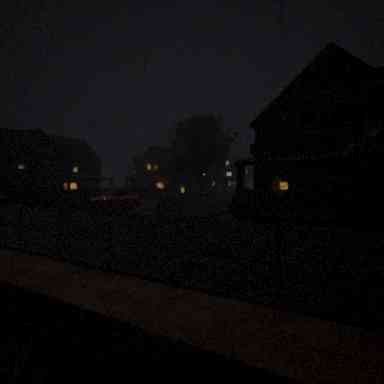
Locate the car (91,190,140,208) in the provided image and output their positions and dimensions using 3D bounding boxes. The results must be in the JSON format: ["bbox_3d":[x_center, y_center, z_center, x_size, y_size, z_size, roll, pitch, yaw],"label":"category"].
[{"bbox_3d":[-6.746,0.587,29.260,2.097,1.767,4.553,2,2,35],"label":"car"}]

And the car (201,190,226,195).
[{"bbox_3d":[2.747,0.411,42.616,1.994,1.385,4.181,2,2,36],"label":"car"}]

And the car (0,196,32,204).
[{"bbox_3d":[-12.512,0.995,21.133,1.812,1.442,4.674,2,2,35],"label":"car"}]
